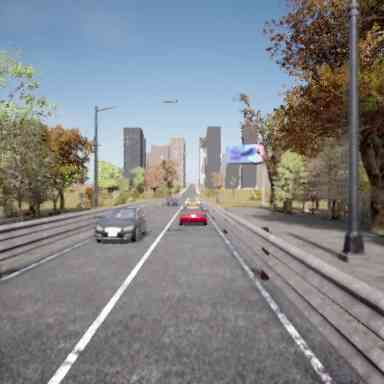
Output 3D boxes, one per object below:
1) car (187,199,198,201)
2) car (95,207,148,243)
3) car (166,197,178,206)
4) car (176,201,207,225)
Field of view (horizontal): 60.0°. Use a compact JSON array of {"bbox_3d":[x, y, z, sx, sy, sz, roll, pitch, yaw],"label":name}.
[{"bbox_3d":[0.086,1.596,42.714,1.882,1.535,5.008,0,0,0],"label":"car"},{"bbox_3d":[-3.349,1.525,16.461,2.128,1.511,4.902,0,0,0],"label":"car"},{"bbox_3d":[-3.333,1.669,57.096,1.837,1.490,4.892,0,0,0],"label":"car"},{"bbox_3d":[0.100,1.625,24.903,1.994,1.385,4.181,0,0,0],"label":"car"}]
